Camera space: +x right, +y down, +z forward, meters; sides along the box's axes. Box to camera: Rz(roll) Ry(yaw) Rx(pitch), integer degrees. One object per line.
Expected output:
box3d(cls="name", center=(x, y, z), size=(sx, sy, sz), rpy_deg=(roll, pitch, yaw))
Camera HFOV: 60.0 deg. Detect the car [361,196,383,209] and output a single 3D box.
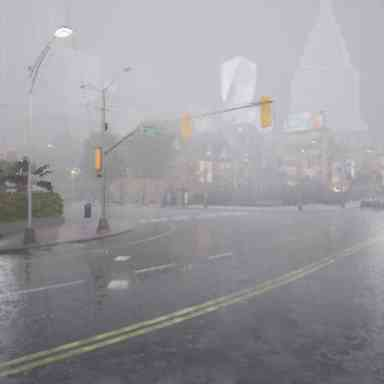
box3d(cls="car", center=(26.417, 1.630, 49.132), size=(2.097, 1.535, 5.008), rpy_deg=(0, 0, 40))
